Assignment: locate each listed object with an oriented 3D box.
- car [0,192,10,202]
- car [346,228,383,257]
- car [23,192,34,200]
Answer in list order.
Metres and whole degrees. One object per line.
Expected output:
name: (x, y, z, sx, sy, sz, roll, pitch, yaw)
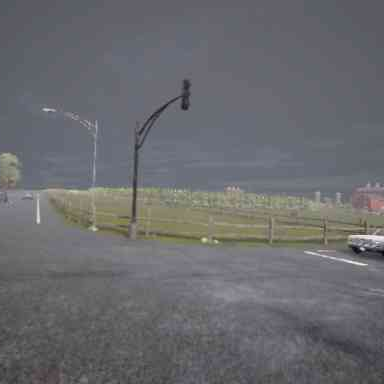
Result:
car: (-28.892, 0.673, 50.376, 2.128, 1.511, 4.902, 3, -1, -25)
car: (10.011, 2.472, 16.491, 4.718, 1.301, 1.895, 4, -2, -24)
car: (-30.888, 0.751, 62.777, 2.033, 1.411, 5.357, 3, -1, -25)
